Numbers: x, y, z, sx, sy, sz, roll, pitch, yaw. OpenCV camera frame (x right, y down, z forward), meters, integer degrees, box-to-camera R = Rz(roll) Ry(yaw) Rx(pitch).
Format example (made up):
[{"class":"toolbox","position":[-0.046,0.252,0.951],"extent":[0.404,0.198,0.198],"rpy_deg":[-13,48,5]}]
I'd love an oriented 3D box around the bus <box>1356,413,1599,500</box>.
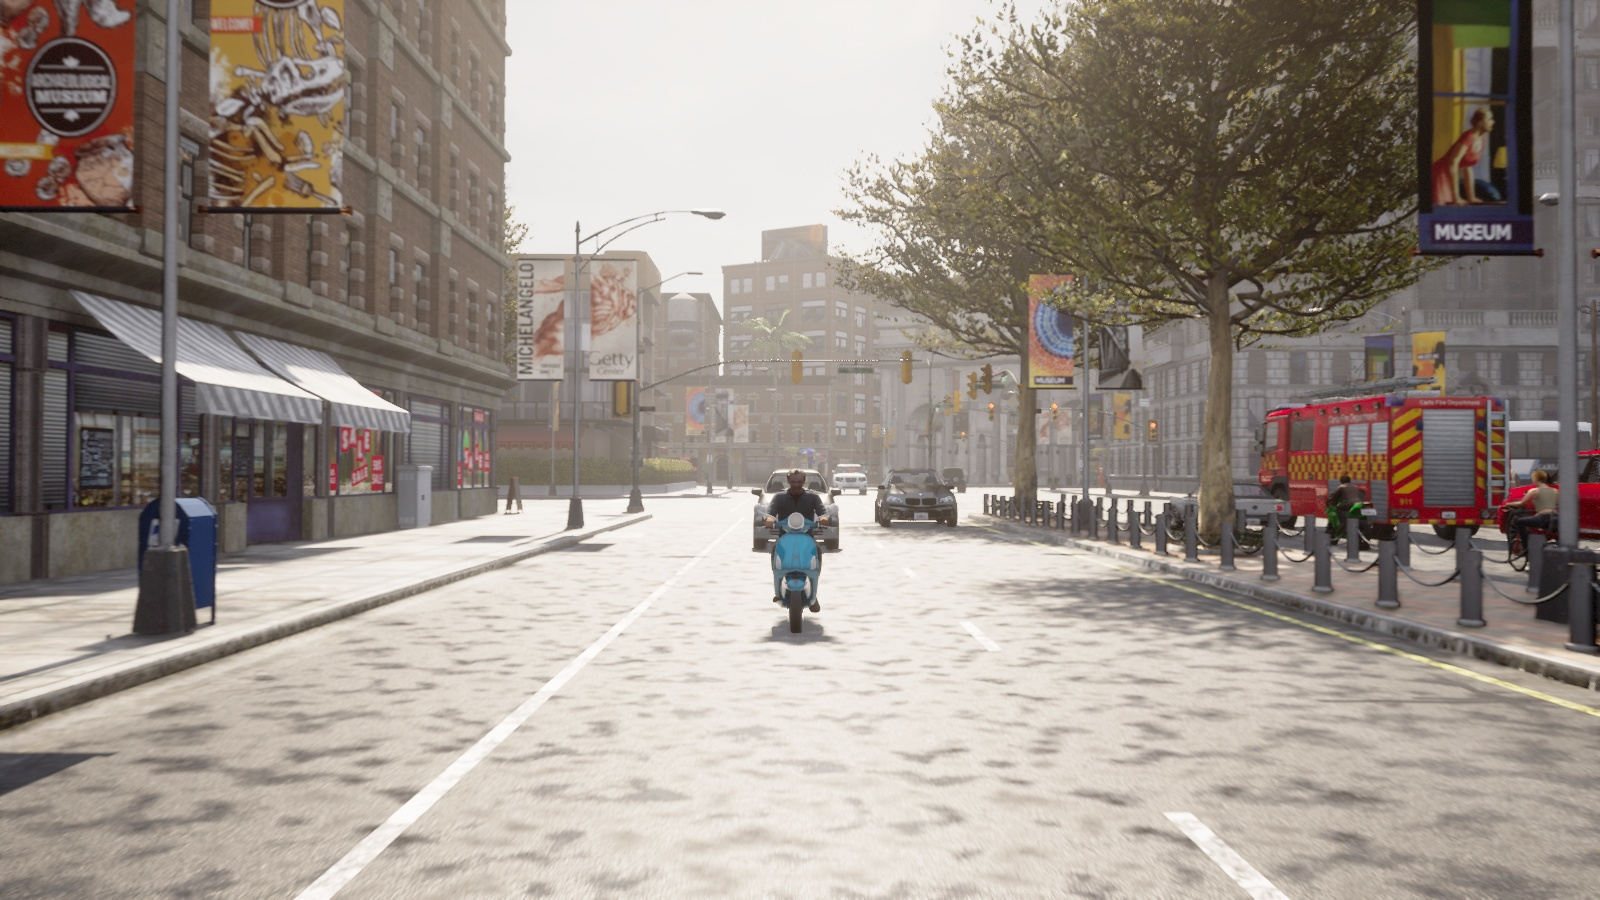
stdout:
[{"class":"bus","position":[34.327,0.371,63.925],"extent":[10.273,4.253,3.944],"rpy_deg":[0,-1,-1]}]

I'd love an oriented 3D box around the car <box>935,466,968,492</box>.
[{"class":"car","position":[11.270,2.133,93.610],"extent":[1.905,1.878,3.866],"rpy_deg":[0,-1,0]}]

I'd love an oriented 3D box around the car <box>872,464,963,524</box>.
[{"class":"car","position":[3.394,1.268,37.190],"extent":[2.242,1.667,4.611],"rpy_deg":[0,-1,0]}]

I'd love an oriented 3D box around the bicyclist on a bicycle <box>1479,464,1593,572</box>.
[{"class":"bicyclist on a bicycle","position":[11.456,1.034,19.603],"extent":[0.866,1.612,1.509],"rpy_deg":[0,-1,-1]}]

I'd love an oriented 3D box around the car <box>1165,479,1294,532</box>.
[{"class":"car","position":[11.347,1.431,33.537],"extent":[1.895,1.301,4.718],"rpy_deg":[0,-1,1]}]

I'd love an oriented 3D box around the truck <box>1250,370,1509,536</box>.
[{"class":"truck","position":[14.914,0.147,33.278],"extent":[2.891,3.827,8.468],"rpy_deg":[0,-1,0]}]

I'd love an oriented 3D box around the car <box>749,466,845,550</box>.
[{"class":"car","position":[-0.065,1.152,26.223],"extent":[1.851,1.617,3.988],"rpy_deg":[0,-1,0]}]

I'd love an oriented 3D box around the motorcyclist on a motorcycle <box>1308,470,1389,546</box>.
[{"class":"motorcyclist on a motorcycle","position":[11.435,1.191,26.262],"extent":[0.797,1.523,2.044],"rpy_deg":[0,-1,0]}]

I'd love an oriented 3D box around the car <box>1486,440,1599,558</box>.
[{"class":"car","position":[14.945,0.852,22.569],"extent":[2.150,2.045,5.566],"rpy_deg":[0,-1,0]}]

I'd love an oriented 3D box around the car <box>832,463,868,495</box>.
[{"class":"car","position":[3.293,1.923,83.808],"extent":[2.150,2.045,5.566],"rpy_deg":[0,-1,0]}]

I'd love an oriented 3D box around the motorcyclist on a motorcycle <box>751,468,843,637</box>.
[{"class":"motorcyclist on a motorcycle","position":[-0.032,0.982,12.779],"extent":[0.866,1.590,1.817],"rpy_deg":[0,-1,0]}]
